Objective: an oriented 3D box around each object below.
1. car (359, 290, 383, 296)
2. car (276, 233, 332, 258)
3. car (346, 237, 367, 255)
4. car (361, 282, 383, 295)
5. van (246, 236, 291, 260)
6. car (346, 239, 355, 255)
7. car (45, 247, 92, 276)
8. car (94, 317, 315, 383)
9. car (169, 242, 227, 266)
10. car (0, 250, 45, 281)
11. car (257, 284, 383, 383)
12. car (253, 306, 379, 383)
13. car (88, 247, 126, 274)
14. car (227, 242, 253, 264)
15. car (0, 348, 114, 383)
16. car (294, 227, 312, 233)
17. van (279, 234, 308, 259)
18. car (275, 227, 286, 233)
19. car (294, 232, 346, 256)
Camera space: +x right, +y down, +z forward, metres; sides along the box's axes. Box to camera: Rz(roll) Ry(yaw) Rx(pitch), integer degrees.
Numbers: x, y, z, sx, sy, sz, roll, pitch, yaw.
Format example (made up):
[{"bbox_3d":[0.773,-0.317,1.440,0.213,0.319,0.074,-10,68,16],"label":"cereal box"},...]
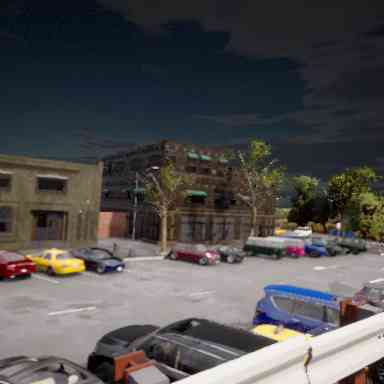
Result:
[{"bbox_3d":[7.282,5.164,13.287,4.792,1.488,2.163,3,-2,34],"label":"car"},{"bbox_3d":[12.320,6.186,37.730,5.566,2.045,2.435,1,-4,34],"label":"car"},{"bbox_3d":[19.454,6.814,42.919,5.566,2.045,2.435,1,-3,34],"label":"car"},{"bbox_3d":[9.741,5.225,15.053,4.553,1.767,2.185,3,-2,34],"label":"car"},{"bbox_3d":[7.403,5.790,34.353,4.442,1.987,1.878,1,-3,34],"label":"van"},{"bbox_3d":[17.100,6.886,41.174,4.792,1.488,2.163,1,-4,34],"label":"car"},{"bbox_3d":[-9.434,4.539,22.305,5.366,1.575,1.946,1,-3,34],"label":"car"},{"bbox_3d":[-0.039,4.239,8.015,5.566,2.045,2.435,3,-2,34],"label":"car"},{"bbox_3d":[0.286,5.261,29.130,4.553,1.767,2.185,1,-4,34],"label":"car"},{"bbox_3d":[-11.669,4.334,20.487,5.008,1.535,2.097,1,-3,34],"label":"car"},{"bbox_3d":[4.904,4.671,11.500,5.566,2.045,2.435,3,-2,34],"label":"car"},{"bbox_3d":[2.260,4.696,9.848,5.366,1.575,1.946,3,-2,34],"label":"car"},{"bbox_3d":[-6.856,4.786,23.922,4.792,1.488,2.163,1,-4,34],"label":"car"},{"bbox_3d":[2.705,5.599,30.833,4.892,1.521,2.231,1,-3,34],"label":"car"},{"bbox_3d":[-2.479,4.277,6.240,4.892,1.521,2.231,3,-2,34],"label":"car"},{"bbox_3d":[21.129,7.759,63.417,2.435,2.045,5.566,2,-2,36],"label":"car"},{"bbox_3d":[9.799,6.000,36.077,4.442,1.987,1.878,1,-3,34],"label":"van"},{"bbox_3d":[17.838,8.029,68.547,1.946,1.575,5.366,1,-3,36],"label":"car"},{"bbox_3d":[14.717,6.396,39.453,5.566,2.045,2.435,1,-4,34],"label":"car"}]
